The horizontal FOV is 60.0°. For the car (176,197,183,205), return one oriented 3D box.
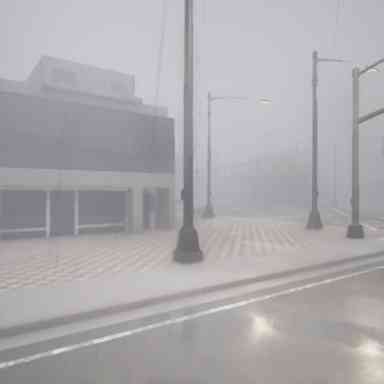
[{"bbox_3d":[-3.465,1.256,52.757,2.033,1.411,5.357,0,1,-35],"label":"car"}]
